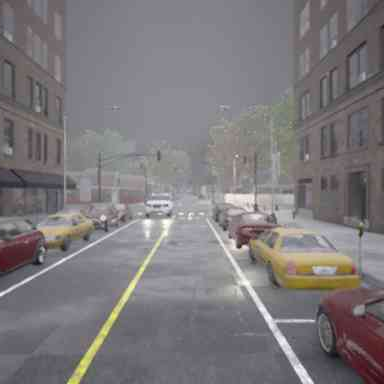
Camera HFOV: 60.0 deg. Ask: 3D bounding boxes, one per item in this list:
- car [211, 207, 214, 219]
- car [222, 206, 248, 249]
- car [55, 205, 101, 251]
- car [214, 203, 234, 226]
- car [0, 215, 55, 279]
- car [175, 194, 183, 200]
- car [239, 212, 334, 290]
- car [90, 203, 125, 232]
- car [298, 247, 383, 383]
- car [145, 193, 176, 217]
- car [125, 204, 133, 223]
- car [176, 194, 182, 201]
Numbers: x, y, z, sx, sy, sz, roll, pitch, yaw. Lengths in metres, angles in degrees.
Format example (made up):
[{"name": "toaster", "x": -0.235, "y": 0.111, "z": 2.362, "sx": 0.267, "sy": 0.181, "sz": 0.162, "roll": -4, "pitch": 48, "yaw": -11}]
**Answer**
[{"name": "car", "x": 2.473, "y": 1.494, "z": 25.214, "sx": 1.947, "sy": 1.339, "sz": 4.313, "roll": 0, "pitch": 0, "yaw": 0}, {"name": "car", "x": 2.547, "y": 1.499, "z": 14.178, "sx": 1.887, "sy": 1.381, "sz": 4.507, "roll": 0, "pitch": 0, "yaw": 0}, {"name": "car", "x": -5.477, "y": 1.504, "z": 13.951, "sx": 1.752, "sy": 1.417, "sz": 4.829, "roll": 0, "pitch": 0, "yaw": 0}, {"name": "car", "x": 2.510, "y": 1.523, "z": 19.696, "sx": 1.802, "sy": 1.307, "sz": 4.206, "roll": 0, "pitch": 0, "yaw": 0}, {"name": "car", "x": -5.441, "y": 1.433, "z": 8.602, "sx": 1.967, "sy": 1.590, "sz": 4.097, "roll": 0, "pitch": 0, "yaw": 0}, {"name": "car", "x": -3.737, "y": 1.351, "z": 95.208, "sx": 2.128, "sy": 1.511, "sz": 4.902, "roll": 0, "pitch": 0, "yaw": -1}, {"name": "car", "x": 2.583, "y": 1.493, "z": 8.830, "sx": 1.752, "sy": 1.417, "sz": 4.829, "roll": 0, "pitch": 0, "yaw": 0}, {"name": "car", "x": -5.515, "y": 1.405, "z": 19.640, "sx": 1.967, "sy": 1.590, "sz": 4.097, "roll": 0, "pitch": 0, "yaw": 0}, {"name": "car", "x": 2.621, "y": 1.564, "z": 3.141, "sx": 1.802, "sy": 1.307, "sz": 4.206, "roll": 0, "pitch": 0, "yaw": 0}, {"name": "car", "x": -2.951, "y": 1.152, "z": 30.633, "sx": 2.150, "sy": 2.045, "sz": 5.566, "roll": 0, "pitch": 0, "yaw": 0}, {"name": "car", "x": -5.551, "y": 1.534, "z": 25.159, "sx": 1.802, "sy": 1.307, "sz": 4.206, "roll": 0, "pitch": 0, "yaw": 0}, {"name": "car", "x": -3.592, "y": 1.356, "z": 79.569, "sx": 1.837, "sy": 1.490, "sz": 4.892, "roll": 0, "pitch": 0, "yaw": -1}]
